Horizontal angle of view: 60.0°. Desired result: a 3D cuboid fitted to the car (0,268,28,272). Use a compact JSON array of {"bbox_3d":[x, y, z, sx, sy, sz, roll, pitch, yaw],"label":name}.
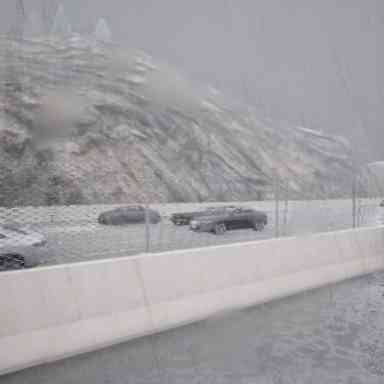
[{"bbox_3d":[-6.088,1.526,8.233,4.674,1.442,1.812,0,0,-36],"label":"car"}]
